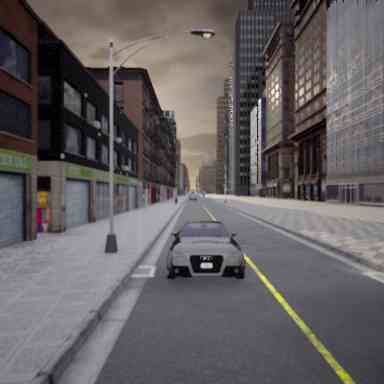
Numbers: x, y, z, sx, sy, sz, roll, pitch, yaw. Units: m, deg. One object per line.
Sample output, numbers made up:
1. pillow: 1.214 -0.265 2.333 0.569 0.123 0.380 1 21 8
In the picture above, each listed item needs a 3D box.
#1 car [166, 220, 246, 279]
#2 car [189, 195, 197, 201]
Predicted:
1. car: 0.352 1.558 9.877 1.994 1.385 4.181 0 0 0
2. car: 0.289 1.455 82.071 1.882 1.535 5.008 0 0 0
